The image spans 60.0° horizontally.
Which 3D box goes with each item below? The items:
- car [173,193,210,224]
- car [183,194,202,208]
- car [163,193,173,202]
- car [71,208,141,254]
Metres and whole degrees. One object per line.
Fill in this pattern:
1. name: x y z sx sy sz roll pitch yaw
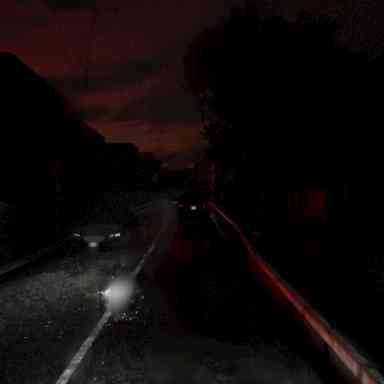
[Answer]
1. car: 0.089 1.041 22.921 2.150 2.045 5.566 0 1 0
2. car: 0.061 1.035 41.180 2.128 1.511 4.902 0 1 0
3. car: -3.503 0.922 54.043 1.994 1.385 4.181 0 1 0
4. car: -3.214 1.417 13.236 2.128 1.511 4.902 0 1 0
